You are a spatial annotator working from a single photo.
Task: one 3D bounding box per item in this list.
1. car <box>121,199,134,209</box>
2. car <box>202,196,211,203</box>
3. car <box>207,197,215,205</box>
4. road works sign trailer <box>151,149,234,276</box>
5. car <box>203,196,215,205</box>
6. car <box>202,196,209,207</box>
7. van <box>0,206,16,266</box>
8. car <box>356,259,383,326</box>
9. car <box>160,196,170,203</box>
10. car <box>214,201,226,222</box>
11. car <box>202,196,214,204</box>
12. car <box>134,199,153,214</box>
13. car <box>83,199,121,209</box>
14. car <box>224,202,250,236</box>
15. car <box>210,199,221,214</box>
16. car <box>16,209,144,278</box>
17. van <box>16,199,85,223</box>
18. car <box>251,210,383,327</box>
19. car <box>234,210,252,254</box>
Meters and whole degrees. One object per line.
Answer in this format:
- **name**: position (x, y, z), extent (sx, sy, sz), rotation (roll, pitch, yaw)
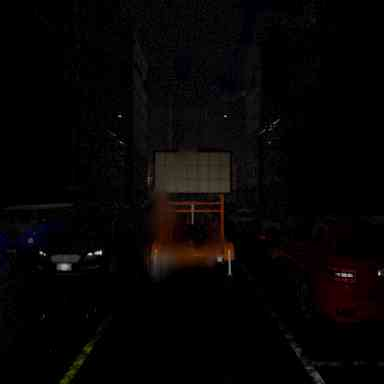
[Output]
- **car**: position (-5.645, 1.429, 23.720), extent (1.967, 1.590, 4.097), rotation (-1, 0, 0)
- **car**: position (2.967, 1.528, 68.395), extent (1.802, 1.307, 4.206), rotation (-1, 0, 0)
- **car**: position (2.910, 1.532, 34.879), extent (2.008, 1.369, 4.403), rotation (-1, 0, 0)
- **road works sign trailer**: position (0.019, 0.461, 10.355), extent (2.380, 3.560, 2.880), rotation (0, 0, 0)
- **car**: position (2.948, 1.485, 57.393), extent (1.752, 1.417, 4.829), rotation (-1, 0, 0)
- **car**: position (2.938, 1.517, 51.637), extent (2.008, 1.369, 4.403), rotation (-1, 0, 0)
- **van**: position (-5.671, 1.339, 6.963), extent (1.690, 1.788, 3.998), rotation (-1, 0, 0)
- **car**: position (2.853, 1.525, 1.534), extent (1.752, 1.417, 4.829), rotation (-1, 0, 0)
- **car**: position (-5.579, 1.490, 68.406), extent (1.887, 1.381, 4.507), rotation (-1, 0, 0)
- **car**: position (2.891, 1.555, 23.708), extent (1.947, 1.339, 4.313), rotation (-1, 0, 0)
- **car**: position (2.957, 1.519, 62.809), extent (1.947, 1.339, 4.313), rotation (-1, 0, 0)
- **car**: position (-5.629, 1.422, 34.891), extent (1.967, 1.590, 4.097), rotation (-1, 0, 0)
- **car**: position (-5.655, 1.307, 18.134), extent (2.192, 1.841, 5.009), rotation (-1, 0, 0)
- **car**: position (2.881, 1.518, 18.292), extent (1.752, 1.417, 4.829), rotation (-1, 0, 0)
- **car**: position (2.901, 1.551, 29.293), extent (1.947, 1.339, 4.313), rotation (-1, 0, 0)
- **car**: position (-2.987, 1.487, 10.224), extent (2.128, 1.511, 4.902), rotation (0, 0, 0)
- **van**: position (-5.662, 1.336, 12.548), extent (1.690, 1.788, 3.998), rotation (-1, 0, 0)
- **car**: position (2.860, 1.313, 6.950), extent (2.192, 1.841, 5.009), rotation (-1, 0, 0)
- **car**: position (2.873, 1.577, 12.536), extent (1.802, 1.307, 4.206), rotation (-1, 0, 0)
